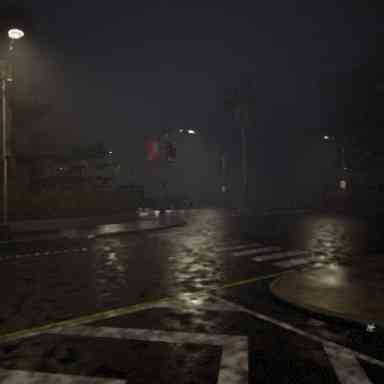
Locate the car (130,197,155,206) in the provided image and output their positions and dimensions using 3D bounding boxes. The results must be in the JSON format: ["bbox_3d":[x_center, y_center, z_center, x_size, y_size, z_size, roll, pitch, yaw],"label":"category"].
[{"bbox_3d":[-7.632,1.434,50.659,1.895,1.301,4.718,-1,0,-34],"label":"car"}]

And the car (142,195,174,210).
[{"bbox_3d":[-4.492,1.385,40.007,1.812,1.442,4.674,-1,0,-35],"label":"car"}]

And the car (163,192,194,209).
[{"bbox_3d":[-2.047,1.055,42.645,2.150,2.045,5.566,-1,0,-35],"label":"car"}]
